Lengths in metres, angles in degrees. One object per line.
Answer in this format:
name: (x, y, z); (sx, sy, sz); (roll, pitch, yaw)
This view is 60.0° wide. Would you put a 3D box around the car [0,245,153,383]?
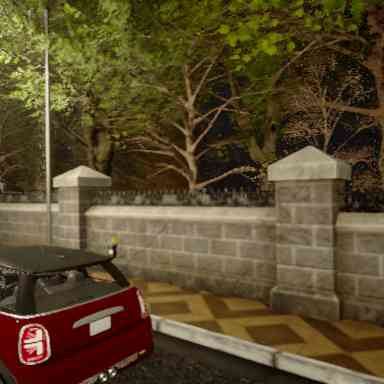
car: (-2.565, 1.479, 4.709); (4.097, 1.590, 1.967); (-1, -1, 35)
